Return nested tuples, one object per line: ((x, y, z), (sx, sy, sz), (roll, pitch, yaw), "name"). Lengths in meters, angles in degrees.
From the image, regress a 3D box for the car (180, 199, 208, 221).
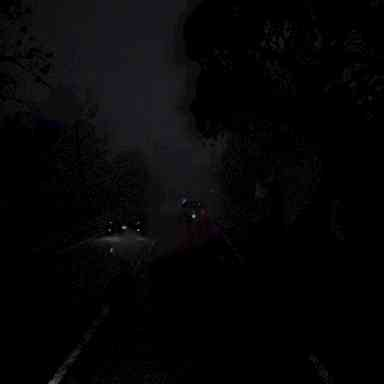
((0.123, 1.373, 24.224), (1.895, 1.301, 4.718), (1, -1, 0), "car")

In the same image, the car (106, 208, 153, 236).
((-3.337, 1.566, 18.342), (1.994, 1.385, 4.181), (0, 0, 0), "car")
